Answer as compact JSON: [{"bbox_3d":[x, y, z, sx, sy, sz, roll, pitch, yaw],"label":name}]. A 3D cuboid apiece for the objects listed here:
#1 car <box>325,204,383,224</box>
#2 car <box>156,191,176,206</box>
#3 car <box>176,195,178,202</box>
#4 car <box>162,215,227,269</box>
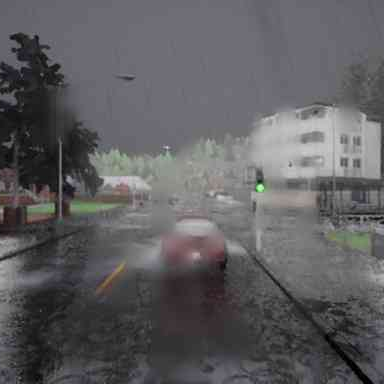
[{"bbox_3d":[11.976,1.471,23.113,4.718,1.301,1.895,0,0,3],"label":"car"},{"bbox_3d":[-4.059,0.942,49.882,2.150,2.045,5.566,0,0,0],"label":"car"},{"bbox_3d":[-3.985,0.984,66.208,2.097,1.767,4.553,0,0,0],"label":"car"},{"bbox_3d":[0.087,1.464,10.800,1.812,1.442,4.674,0,0,0],"label":"car"}]
